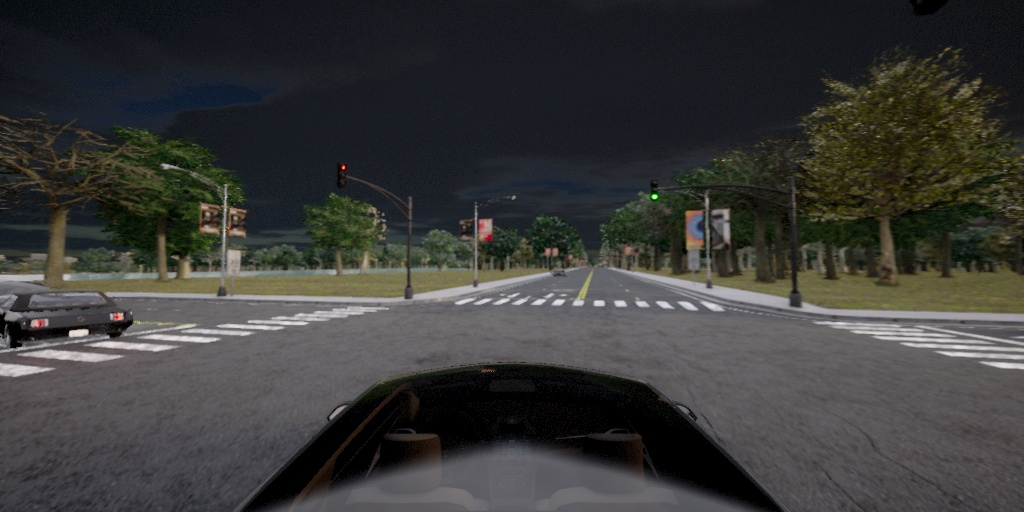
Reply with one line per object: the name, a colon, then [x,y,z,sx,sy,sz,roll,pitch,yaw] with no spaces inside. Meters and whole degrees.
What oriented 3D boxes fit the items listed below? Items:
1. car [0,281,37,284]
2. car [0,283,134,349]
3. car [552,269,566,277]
car: [-16.610,1.551,11.716,4.892,1.490,1.837,-1,-5,13]
car: [-12.357,1.565,9.705,4.718,1.301,1.895,0,-2,29]
car: [7.858,2.814,59.394,1.994,1.385,4.181,-1,-1,13]
